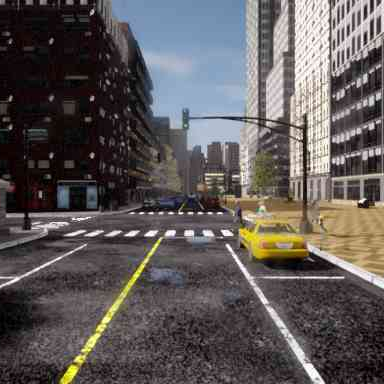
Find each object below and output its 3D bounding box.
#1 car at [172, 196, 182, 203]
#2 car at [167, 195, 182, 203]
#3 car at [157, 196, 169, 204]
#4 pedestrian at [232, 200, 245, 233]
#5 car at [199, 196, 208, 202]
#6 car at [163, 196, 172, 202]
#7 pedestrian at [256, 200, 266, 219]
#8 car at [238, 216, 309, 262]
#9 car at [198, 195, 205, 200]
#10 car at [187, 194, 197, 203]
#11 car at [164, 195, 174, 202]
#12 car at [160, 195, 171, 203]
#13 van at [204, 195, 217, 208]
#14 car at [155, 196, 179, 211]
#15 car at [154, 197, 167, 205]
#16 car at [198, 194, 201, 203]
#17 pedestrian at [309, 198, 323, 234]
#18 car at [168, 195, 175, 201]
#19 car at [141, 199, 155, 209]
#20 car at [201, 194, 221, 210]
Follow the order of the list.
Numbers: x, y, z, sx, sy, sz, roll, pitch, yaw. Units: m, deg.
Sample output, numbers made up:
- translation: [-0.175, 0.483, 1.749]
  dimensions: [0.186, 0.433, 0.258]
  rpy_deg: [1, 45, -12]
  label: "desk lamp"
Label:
- translation: [-3.013, 1.563, 69.402]
  dimensions: [1.837, 1.490, 4.892]
  rpy_deg: [0, 0, 0]
  label: "car"
- translation: [-3.091, 1.510, 53.891]
  dimensions: [1.882, 1.535, 5.008]
  rpy_deg: [0, 0, 0]
  label: "car"
- translation: [-5.704, 1.597, 66.295]
  dimensions: [1.887, 1.381, 4.507]
  rpy_deg: [0, 0, 0]
  label: "car"
- translation: [2.468, 1.297, 17.658]
  dimensions: [0.375, 1.860, 0.375]
  rpy_deg: [0, 0, 0]
  label: "pedestrian"
- translation: [2.674, 1.618, 77.351]
  dimensions: [1.887, 1.381, 4.507]
  rpy_deg: [0, 0, 0]
  label: "car"
- translation: [-5.706, 1.655, 77.350]
  dimensions: [1.802, 1.307, 4.206]
  rpy_deg: [0, 0, 0]
  label: "car"
- translation: [3.629, 1.297, 17.118]
  dimensions: [0.375, 1.860, 0.375]
  rpy_deg: [0, 0, 0]
  label: "pedestrian"
- translation: [2.684, 1.526, 11.948]
  dimensions: [1.752, 1.417, 4.829]
  rpy_deg: [0, 0, 0]
  label: "car"
- translation: [2.672, 1.633, 94.101]
  dimensions: [1.752, 1.417, 4.829]
  rpy_deg: [0, 0, 0]
  label: "car"
- translation: [-0.012, 1.618, 73.383]
  dimensions: [1.994, 1.385, 4.181]
  rpy_deg: [0, 0, 0]
  label: "car"
- translation: [-5.708, 1.524, 82.876]
  dimensions: [1.967, 1.590, 4.097]
  rpy_deg: [0, 0, 0]
  label: "car"
- translation: [-5.706, 1.503, 71.823]
  dimensions: [1.967, 1.590, 4.097]
  rpy_deg: [0, 0, 0]
  label: "car"
- translation: [2.677, 1.368, 49.717]
  dimensions: [1.690, 1.788, 3.998]
  rpy_deg: [0, 0, 0]
  label: "van"
- translation: [-3.104, 1.566, 41.892]
  dimensions: [2.033, 1.411, 5.357]
  rpy_deg: [0, 0, 0]
  label: "car"
- translation: [-5.703, 1.594, 60.769]
  dimensions: [2.008, 1.369, 4.403]
  rpy_deg: [0, 0, 0]
  label: "car"
- translation: [2.675, 1.367, 66.297]
  dimensions: [2.192, 1.841, 5.009]
  rpy_deg: [0, 0, 0]
  label: "car"
- translation: [6.093, 1.144, 16.459]
  dimensions: [0.375, 1.860, 0.375]
  rpy_deg: [0, 0, 0]
  label: "pedestrian"
- translation: [-5.709, 1.632, 93.760]
  dimensions: [1.752, 1.417, 4.829]
  rpy_deg: [0, 0, 0]
  label: "car"
- translation: [-5.700, 1.571, 44.190]
  dimensions: [2.008, 1.369, 4.403]
  rpy_deg: [0, 0, 0]
  label: "car"
- translation: [2.678, 1.336, 44.192]
  dimensions: [2.192, 1.841, 5.009]
  rpy_deg: [0, 0, 0]
  label: "car"
